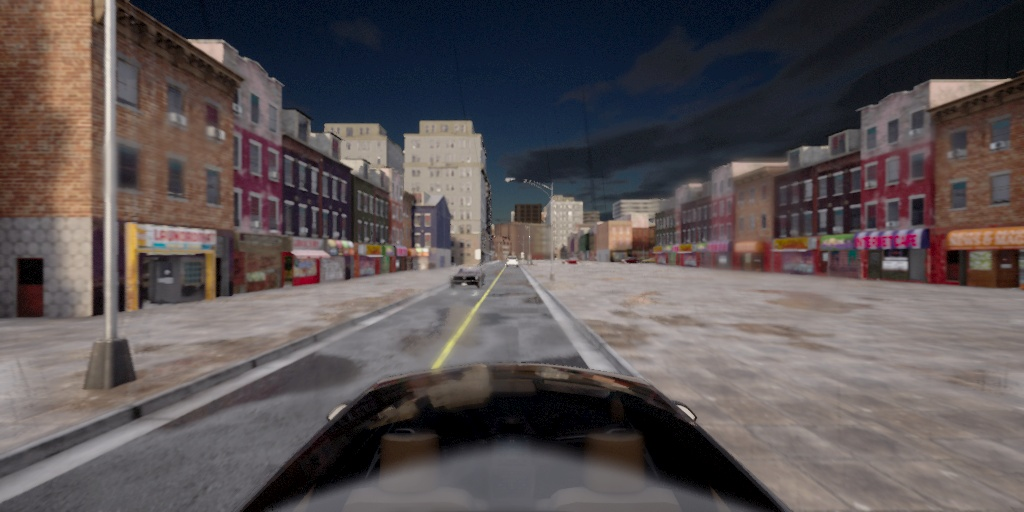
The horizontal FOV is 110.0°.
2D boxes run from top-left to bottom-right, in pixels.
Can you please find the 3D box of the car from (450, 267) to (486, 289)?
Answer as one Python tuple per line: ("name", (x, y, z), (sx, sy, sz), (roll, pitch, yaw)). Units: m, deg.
("car", (-2.785, 1.365, 23.326), (1.895, 1.301, 4.718), (0, 0, 1))
